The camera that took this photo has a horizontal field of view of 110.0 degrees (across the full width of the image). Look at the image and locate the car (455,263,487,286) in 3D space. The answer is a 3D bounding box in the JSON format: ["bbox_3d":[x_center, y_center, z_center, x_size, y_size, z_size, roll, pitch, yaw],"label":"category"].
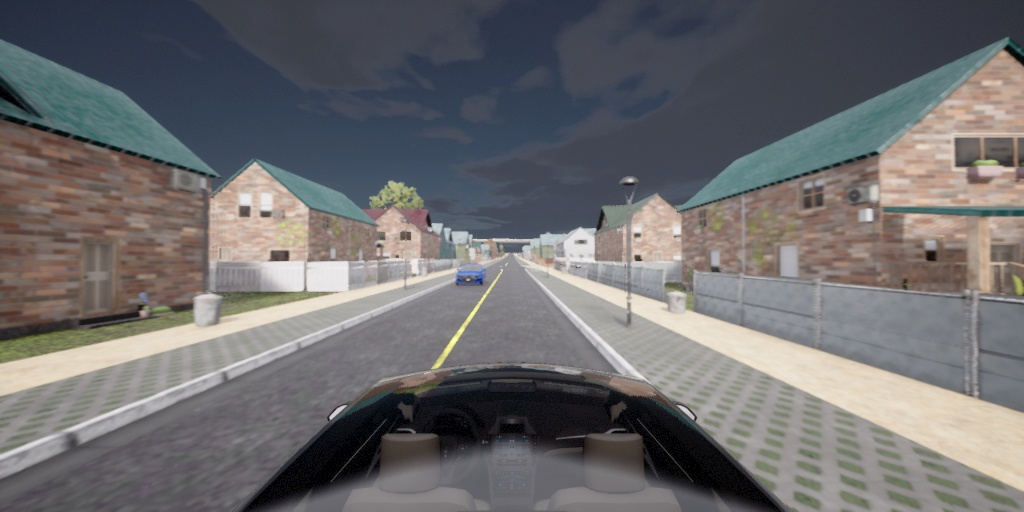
[{"bbox_3d":[-2.845,1.271,25.797,1.882,1.535,5.008,0,0,0],"label":"car"}]
